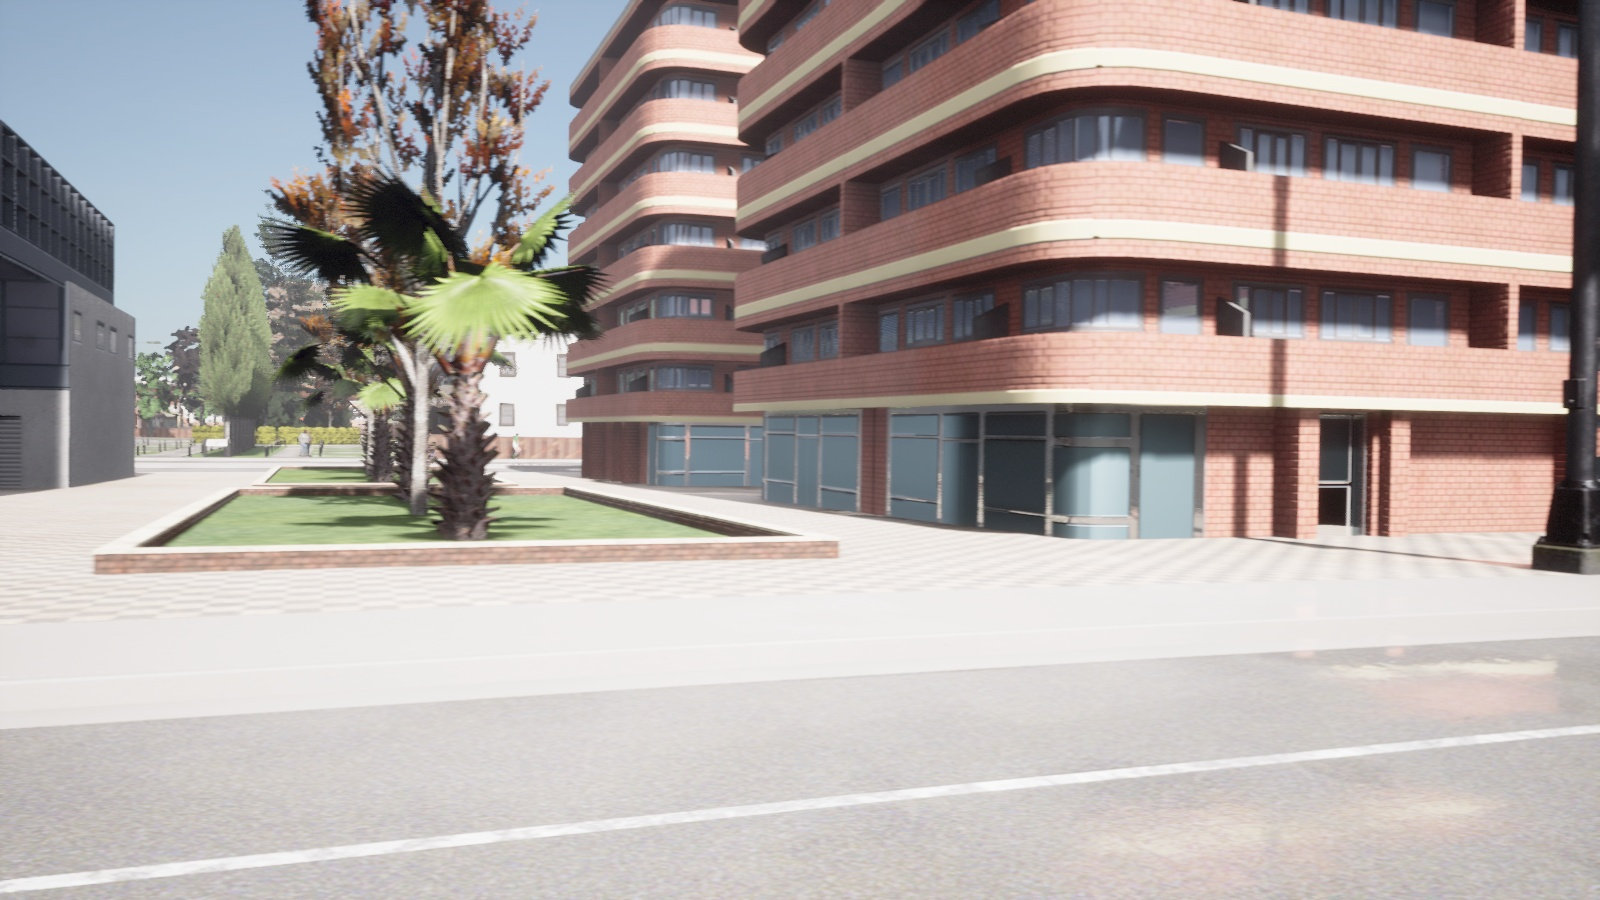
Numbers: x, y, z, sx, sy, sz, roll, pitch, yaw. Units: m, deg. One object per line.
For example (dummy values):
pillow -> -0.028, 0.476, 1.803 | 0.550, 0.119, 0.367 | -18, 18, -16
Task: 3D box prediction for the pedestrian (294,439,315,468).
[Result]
pedestrian -> -32.785, 0.230, 83.084 | 0.900, 1.855, 0.874 | 0, 1, 22
